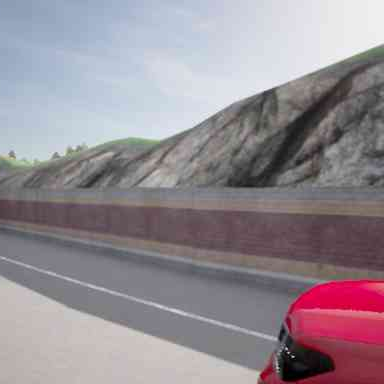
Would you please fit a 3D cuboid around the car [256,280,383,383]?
[{"bbox_3d":[3.175,1.242,1.779,5.566,2.045,2.150,0,0,35],"label":"car"}]
